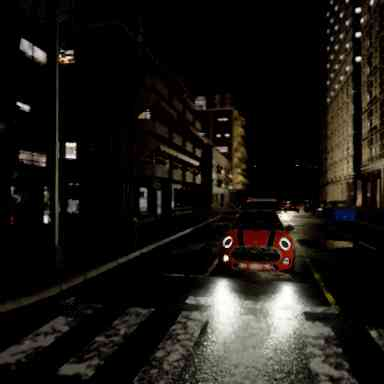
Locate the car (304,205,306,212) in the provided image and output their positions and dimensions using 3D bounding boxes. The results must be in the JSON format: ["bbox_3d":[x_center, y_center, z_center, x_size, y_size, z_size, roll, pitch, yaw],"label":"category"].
[{"bbox_3d":[15.504,2.004,42.908,1.947,1.339,4.313,0,-1,13],"label":"car"}]

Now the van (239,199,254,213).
[{"bbox_3d":[7.337,1.793,44.786,1.690,1.788,3.998,0,-1,13],"label":"van"}]

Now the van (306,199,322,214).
[{"bbox_3d":[14.241,1.719,37.405,1.690,1.788,3.998,0,-1,13],"label":"van"}]

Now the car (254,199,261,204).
[{"bbox_3d":[17.413,2.470,88.658,1.752,1.417,4.829,0,-1,13],"label":"car"}]

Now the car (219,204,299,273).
[{"bbox_3d":[2.242,1.446,11.150,2.097,1.767,4.553,0,-1,14],"label":"car"}]

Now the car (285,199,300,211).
[{"bbox_3d":[13.029,1.992,43.712,2.033,1.411,5.357,0,-1,13],"label":"car"}]

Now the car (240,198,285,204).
[{"bbox_3d":[4.474,1.417,20.729,2.150,2.045,5.566,0,-1,14],"label":"car"}]

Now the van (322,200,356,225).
[{"bbox_3d":[11.712,1.601,26.395,1.690,1.788,3.998,0,-1,13],"label":"van"}]

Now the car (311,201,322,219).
[{"bbox_3d":[12.976,1.869,31.898,2.008,1.369,4.403,0,-1,13],"label":"car"}]

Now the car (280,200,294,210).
[{"bbox_3d":[15.400,2.063,54.048,1.837,1.490,4.892,0,-1,13],"label":"car"}]

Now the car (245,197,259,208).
[{"bbox_3d":[11.130,1.949,61.302,2.192,1.841,5.009,0,-1,13],"label":"car"}]

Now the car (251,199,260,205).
[{"bbox_3d":[14.923,2.370,77.813,2.008,1.369,4.403,0,-1,13],"label":"car"}]

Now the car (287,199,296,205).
[{"bbox_3d":[24.354,2.451,81.442,1.802,1.307,4.206,0,-1,13],"label":"car"}]

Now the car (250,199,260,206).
[{"bbox_3d":[13.658,2.323,72.309,1.947,1.339,4.313,0,-1,13],"label":"car"}]

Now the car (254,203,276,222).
[{"bbox_3d":[6.772,1.806,30.726,1.837,1.490,4.892,0,-1,13],"label":"car"}]
